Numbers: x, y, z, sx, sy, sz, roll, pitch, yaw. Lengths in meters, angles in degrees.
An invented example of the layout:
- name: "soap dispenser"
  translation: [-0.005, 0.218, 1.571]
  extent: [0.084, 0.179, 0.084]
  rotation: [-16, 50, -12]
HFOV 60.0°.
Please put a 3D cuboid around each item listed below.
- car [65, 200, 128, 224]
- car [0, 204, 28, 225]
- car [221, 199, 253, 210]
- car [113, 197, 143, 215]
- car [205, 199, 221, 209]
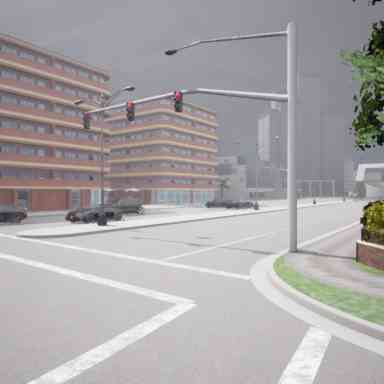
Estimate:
- name: "car"
  translation: [-7.260, 1.562, 24.928]
  extent: [1.994, 1.385, 4.181]
  rotation: [0, 0, 36]
- name: "car"
  translation: [-13.629, 1.525, 22.462]
  extent: [1.812, 1.442, 4.674]
  rotation: [0, 0, 40]
- name: "car"
  translation: [6.122, 1.601, 43.290]
  extent: [1.895, 1.301, 4.718]
  rotation: [0, 0, 36]
- name: "car"
  translation: [-6.786, 1.352, 31.532]
  extent: [2.097, 1.767, 4.553]
  rotation: [0, 0, 36]
- name: "car"
  translation: [3.778, 1.601, 46.013]
  extent: [1.895, 1.301, 4.718]
  rotation: [0, 0, 36]
